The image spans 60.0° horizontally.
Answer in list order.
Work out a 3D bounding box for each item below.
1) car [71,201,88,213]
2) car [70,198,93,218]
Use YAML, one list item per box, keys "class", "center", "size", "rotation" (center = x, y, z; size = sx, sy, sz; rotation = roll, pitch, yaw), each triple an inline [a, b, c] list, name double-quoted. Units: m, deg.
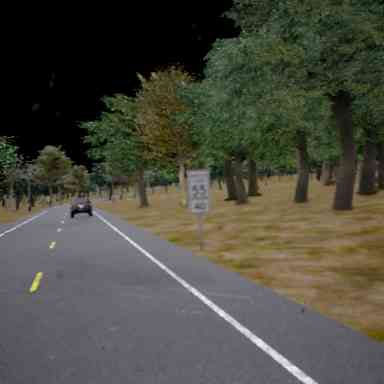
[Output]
- class: "car"
  center: [-16.153, 2.127, 47.914]
  size: [2.128, 1.511, 4.902]
  rotation: [-3, 0, -19]
- class: "car"
  center: [-12.249, 1.682, 36.842]
  size: [2.150, 2.045, 5.566]
  rotation: [-3, 0, -19]
